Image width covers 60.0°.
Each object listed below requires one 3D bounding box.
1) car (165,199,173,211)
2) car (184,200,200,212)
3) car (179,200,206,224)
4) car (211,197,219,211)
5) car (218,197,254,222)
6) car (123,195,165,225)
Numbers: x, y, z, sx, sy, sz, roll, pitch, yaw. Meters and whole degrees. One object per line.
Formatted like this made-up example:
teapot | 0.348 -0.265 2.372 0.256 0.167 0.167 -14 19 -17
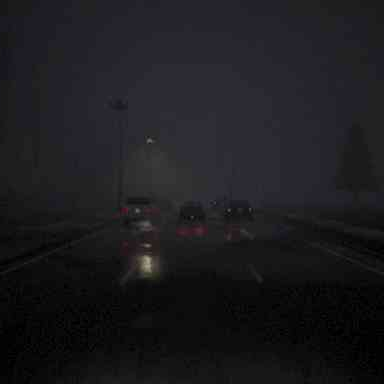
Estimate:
car | -3.482 1.589 41.436 1.994 1.385 4.181 0 0 0
car | 0.020 1.626 40.345 1.895 1.301 4.718 0 0 0
car | 0.038 1.508 25.168 2.128 1.511 4.902 0 0 1
car | 3.518 1.377 41.410 2.097 1.767 4.553 0 0 0
car | 3.547 1.369 26.591 2.097 1.767 4.553 0 0 0
car | -3.474 1.238 24.031 2.150 2.045 5.566 0 0 1
